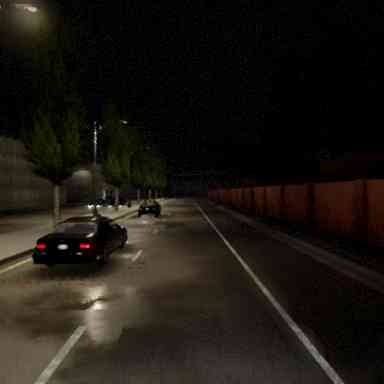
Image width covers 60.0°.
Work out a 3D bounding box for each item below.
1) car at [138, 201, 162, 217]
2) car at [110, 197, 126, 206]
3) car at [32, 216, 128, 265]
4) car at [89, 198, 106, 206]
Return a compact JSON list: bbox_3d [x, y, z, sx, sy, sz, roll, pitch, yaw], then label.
[{"bbox_3d":[-3.933,1.538,31.364,2.033,1.411,5.357,0,0,-1],"label":"car"},{"bbox_3d":[-12.482,1.530,56.296,1.882,1.535,5.008,0,0,-1],"label":"car"},{"bbox_3d":[-3.579,1.553,11.610,2.033,1.411,5.357,0,0,-1],"label":"car"},{"bbox_3d":[-15.981,1.634,56.234,1.994,1.385,4.181,0,0,-1],"label":"car"}]
